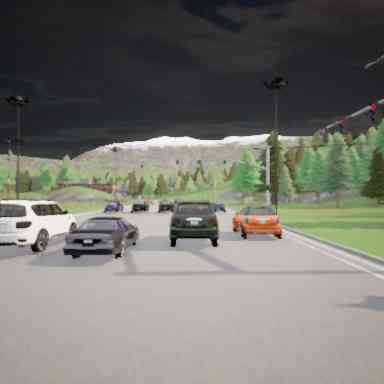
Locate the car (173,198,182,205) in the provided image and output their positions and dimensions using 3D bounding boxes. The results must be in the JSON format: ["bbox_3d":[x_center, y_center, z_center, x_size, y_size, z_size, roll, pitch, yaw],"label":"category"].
[{"bbox_3d":[-3.524,2.266,80.568,2.097,1.767,4.553,0,-1,0],"label":"car"}]

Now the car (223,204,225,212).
[{"bbox_3d":[3.589,2.055,46.802,1.812,1.442,4.674,0,-1,0],"label":"car"}]

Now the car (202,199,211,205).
[{"bbox_3d":[3.476,2.440,79.640,2.033,1.411,5.357,0,-1,0],"label":"car"}]

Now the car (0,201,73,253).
[{"bbox_3d":[-6.903,1.386,14.536,2.150,2.045,5.566,0,-1,0],"label":"car"}]

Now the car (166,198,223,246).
[{"bbox_3d":[0.096,1.410,16.519,2.150,2.045,5.566,0,-1,0],"label":"car"}]

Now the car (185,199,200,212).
[{"bbox_3d":[0.086,1.886,47.171,2.097,1.767,4.553,0,-1,0],"label":"car"}]

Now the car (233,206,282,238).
[{"bbox_3d":[3.595,1.569,19.061,2.097,1.767,4.553,0,-1,0],"label":"car"}]

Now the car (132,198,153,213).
[{"bbox_3d":[-6.912,1.989,45.275,1.882,1.535,5.008,0,-1,0],"label":"car"}]

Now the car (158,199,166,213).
[{"bbox_3d":[-3.411,1.987,45.040,1.882,1.535,5.008,0,-1,0],"label":"car"}]

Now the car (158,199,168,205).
[{"bbox_3d":[-7.024,2.438,80.909,1.812,1.442,4.674,0,-1,0],"label":"car"}]

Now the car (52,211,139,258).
[{"bbox_3d":[-3.403,1.700,13.390,2.033,1.411,5.357,0,-1,0],"label":"car"}]

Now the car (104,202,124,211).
[{"bbox_3d":[-10.412,2.030,44.598,1.812,1.442,4.674,0,-1,0],"label":"car"}]
